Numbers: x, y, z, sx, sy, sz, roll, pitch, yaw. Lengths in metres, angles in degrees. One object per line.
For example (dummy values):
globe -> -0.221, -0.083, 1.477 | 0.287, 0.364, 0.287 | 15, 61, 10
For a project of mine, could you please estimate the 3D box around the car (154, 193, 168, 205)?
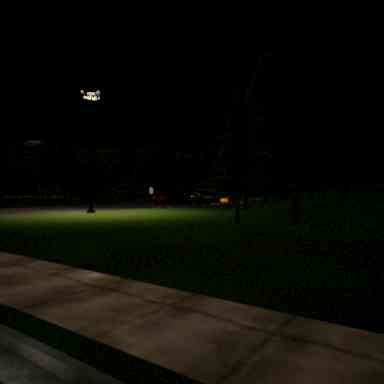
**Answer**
car -> -4.312, 1.134, 58.289 | 2.150, 2.045, 5.566 | 0, 0, 36

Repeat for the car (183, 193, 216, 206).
car -> 1.277, 1.406, 54.075 | 1.882, 1.535, 5.008 | 0, 0, 37

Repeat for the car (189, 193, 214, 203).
car -> 1.934, 1.134, 66.924 | 2.150, 2.045, 5.566 | 0, 0, 36

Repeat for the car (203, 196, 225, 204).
car -> 4.291, 1.521, 64.218 | 1.895, 1.301, 4.718 | 0, 0, 36

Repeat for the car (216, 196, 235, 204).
car -> 7.100, 1.406, 62.130 | 1.882, 1.535, 5.008 | 0, 0, 36

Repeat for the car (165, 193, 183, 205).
car -> -1.762, 1.425, 55.856 | 1.837, 1.490, 4.892 | 0, 0, 37
